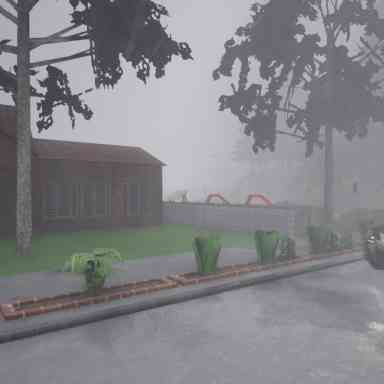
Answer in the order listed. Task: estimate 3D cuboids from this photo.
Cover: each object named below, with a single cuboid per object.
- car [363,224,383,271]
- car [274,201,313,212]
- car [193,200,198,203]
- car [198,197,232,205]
[{"bbox_3d":[7.379,1.221,9.783,5.566,2.045,2.150,0,0,-34],"label":"car"},{"bbox_3d":[10.550,1.601,35.904,1.895,1.301,4.718,0,0,-36],"label":"car"},{"bbox_3d":[2.335,1.547,54.438,2.033,1.411,5.357,0,0,-36],"label":"car"},{"bbox_3d":[3.377,1.600,45.954,1.895,1.301,4.718,0,0,-35],"label":"car"}]
